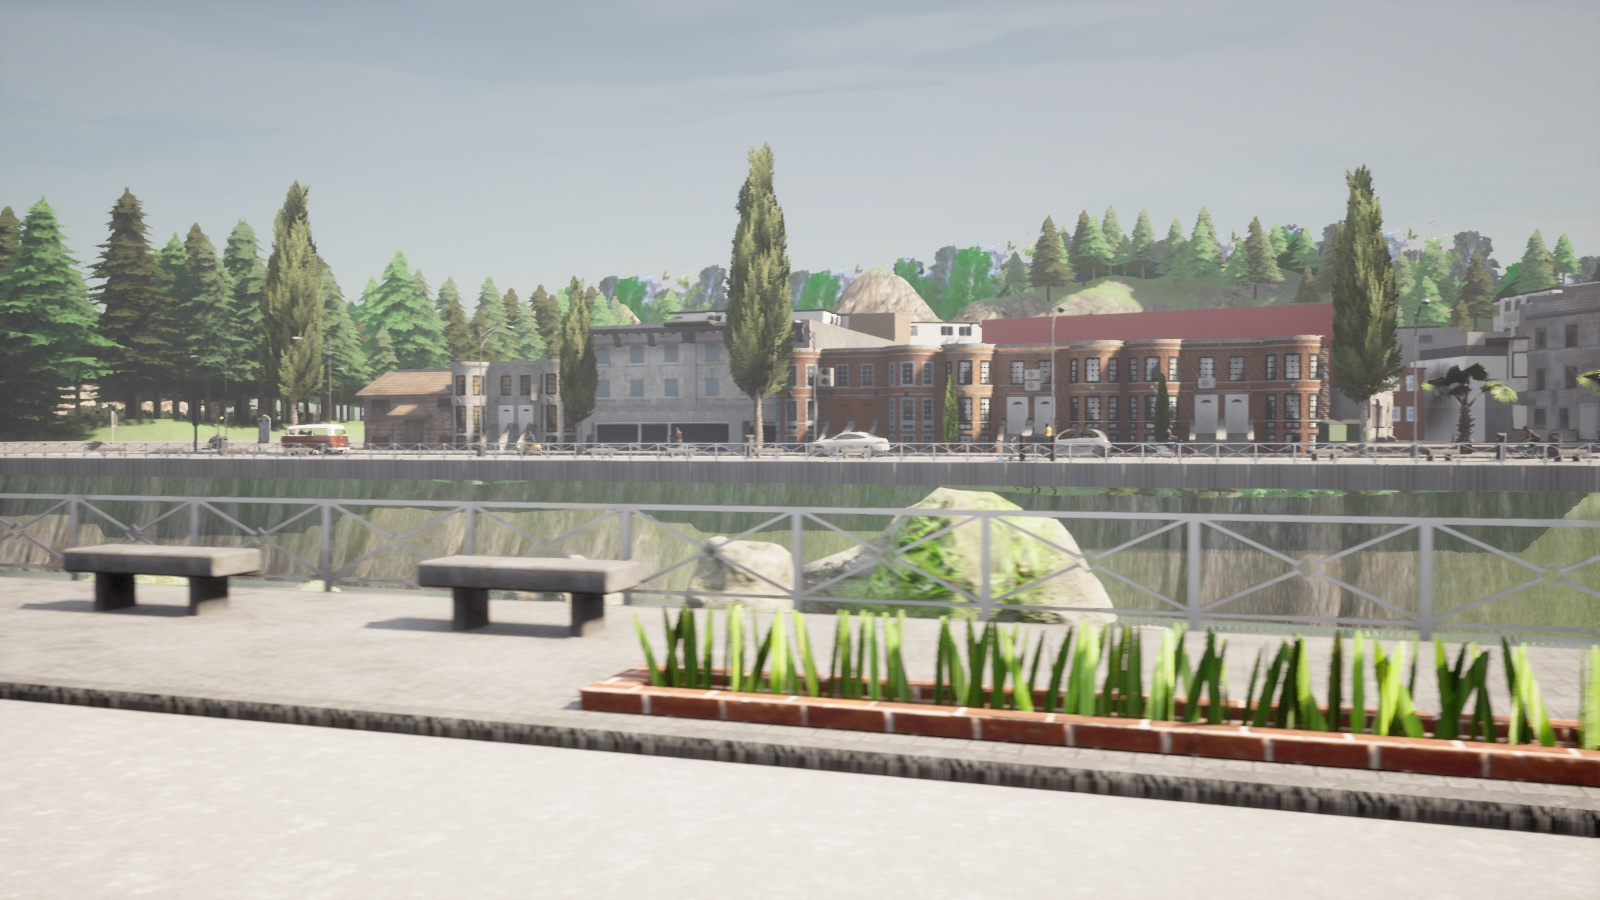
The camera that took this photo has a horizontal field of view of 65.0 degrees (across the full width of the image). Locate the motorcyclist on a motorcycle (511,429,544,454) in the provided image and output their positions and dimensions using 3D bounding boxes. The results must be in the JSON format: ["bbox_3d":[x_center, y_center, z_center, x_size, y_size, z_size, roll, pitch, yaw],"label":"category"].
[{"bbox_3d":[-17.099,-0.545,78.739,1.817,1.590,0.866,1,1,19],"label":"motorcyclist on a motorcycle"}]

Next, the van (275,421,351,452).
[{"bbox_3d":[-32.549,-0.917,83.929,4.480,2.038,2.069,1,1,19],"label":"van"}]

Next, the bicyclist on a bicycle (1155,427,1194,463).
[{"bbox_3d":[18.633,-0.234,62.510,1.843,1.776,0.659,0,1,19],"label":"bicyclist on a bicycle"}]

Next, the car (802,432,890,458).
[{"bbox_3d":[2.649,-0.292,72.103,4.674,1.442,1.812,1,1,19],"label":"car"}]

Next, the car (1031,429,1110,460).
[{"bbox_3d":[14.645,-0.310,68.069,3.988,1.617,1.851,1,1,19],"label":"car"}]
